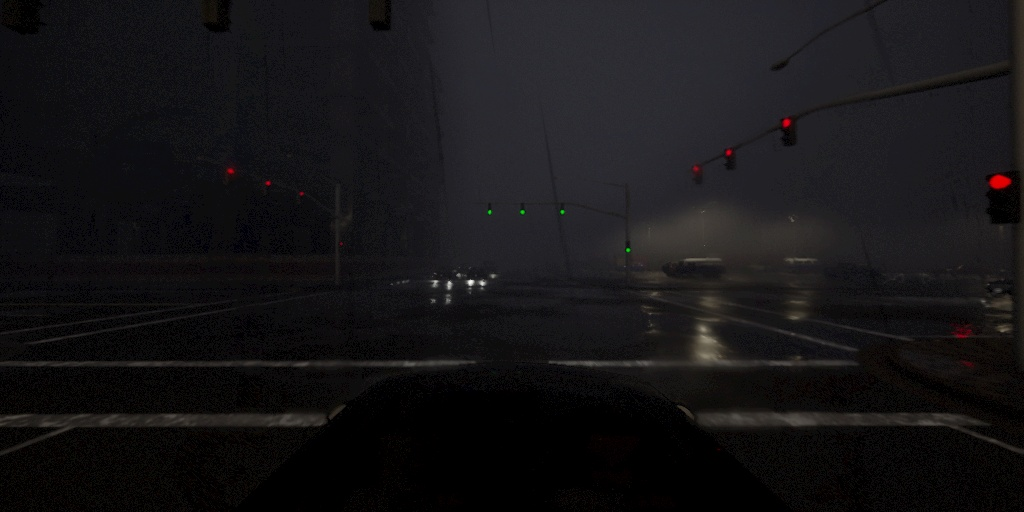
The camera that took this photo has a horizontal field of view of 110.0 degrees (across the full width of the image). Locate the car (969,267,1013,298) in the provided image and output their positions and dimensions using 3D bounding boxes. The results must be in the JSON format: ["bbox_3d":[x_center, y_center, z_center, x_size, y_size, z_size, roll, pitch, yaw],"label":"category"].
[{"bbox_3d":[27.264,1.483,18.268,4.902,1.511,2.128,0,-1,1],"label":"car"}]

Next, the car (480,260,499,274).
[{"bbox_3d":[-3.466,1.653,53.436,2.150,2.045,5.566,0,-1,1],"label":"car"}]

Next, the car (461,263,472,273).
[{"bbox_3d":[-6.946,1.803,54.755,2.097,1.767,4.553,0,-1,1],"label":"car"}]

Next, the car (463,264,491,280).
[{"bbox_3d":[-3.612,1.792,38.002,1.994,1.385,4.181,0,-1,1],"label":"car"}]

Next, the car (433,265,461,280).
[{"bbox_3d":[-7.108,1.742,38.536,1.837,1.490,4.892,0,0,1],"label":"car"}]
